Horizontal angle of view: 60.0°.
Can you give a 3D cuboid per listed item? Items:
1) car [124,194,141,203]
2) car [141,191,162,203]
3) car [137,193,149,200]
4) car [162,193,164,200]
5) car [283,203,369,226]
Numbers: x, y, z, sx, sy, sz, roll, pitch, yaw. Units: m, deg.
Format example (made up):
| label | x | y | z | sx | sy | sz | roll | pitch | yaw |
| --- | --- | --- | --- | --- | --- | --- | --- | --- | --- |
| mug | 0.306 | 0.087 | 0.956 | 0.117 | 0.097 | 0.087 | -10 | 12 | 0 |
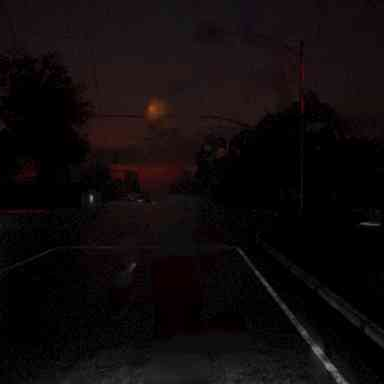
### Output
| label | x | y | z | sx | sy | sz | roll | pitch | yaw |
| --- | --- | --- | --- | --- | --- | --- | --- | --- | --- |
| car | -10.479 | 1.130 | 57.776 | 1.812 | 1.442 | 4.674 | 0 | 1 | 0 |
| car | -6.966 | 0.823 | 58.019 | 2.150 | 2.045 | 5.566 | 0 | 1 | 0 |
| car | -10.746 | 0.986 | 73.089 | 1.994 | 1.385 | 4.181 | 0 | 1 | -2 |
| car | -7.260 | 0.784 | 73.559 | 2.097 | 1.767 | 4.553 | 0 | 1 | -2 |
| car | 8.427 | 1.406 | 21.572 | 5.357 | 1.411 | 2.033 | 0 | 0 | -3 |
